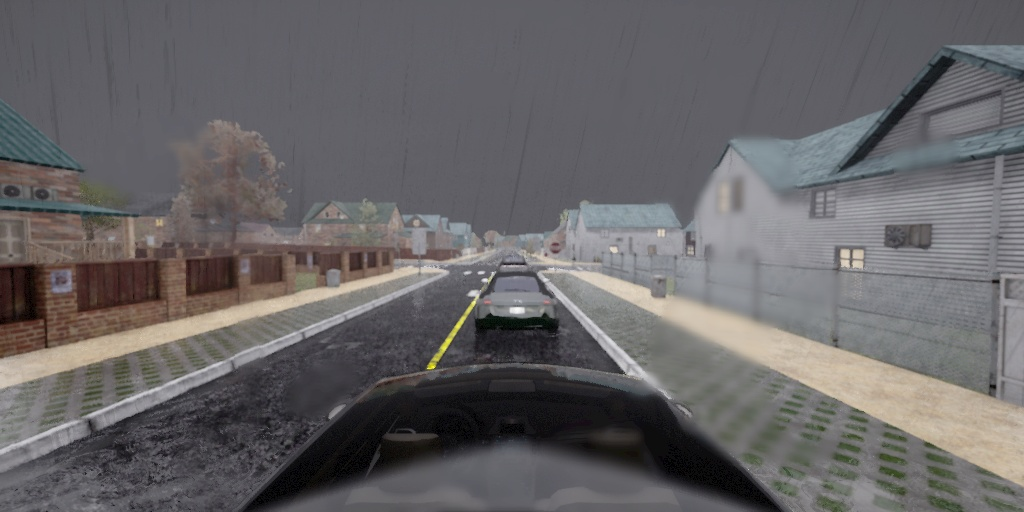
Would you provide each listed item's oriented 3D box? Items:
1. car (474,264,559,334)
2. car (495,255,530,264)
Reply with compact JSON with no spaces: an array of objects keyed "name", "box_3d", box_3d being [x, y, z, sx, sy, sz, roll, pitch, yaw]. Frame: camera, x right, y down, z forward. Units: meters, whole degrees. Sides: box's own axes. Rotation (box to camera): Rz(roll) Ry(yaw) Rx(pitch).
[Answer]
[{"name":"car","box_3d":[0.101,1.089,9.775,1.994,1.385,4.181,0,2,0]},{"name":"car","box_3d":[0.059,0.692,21.505,2.128,1.511,4.902,0,2,-1]}]
